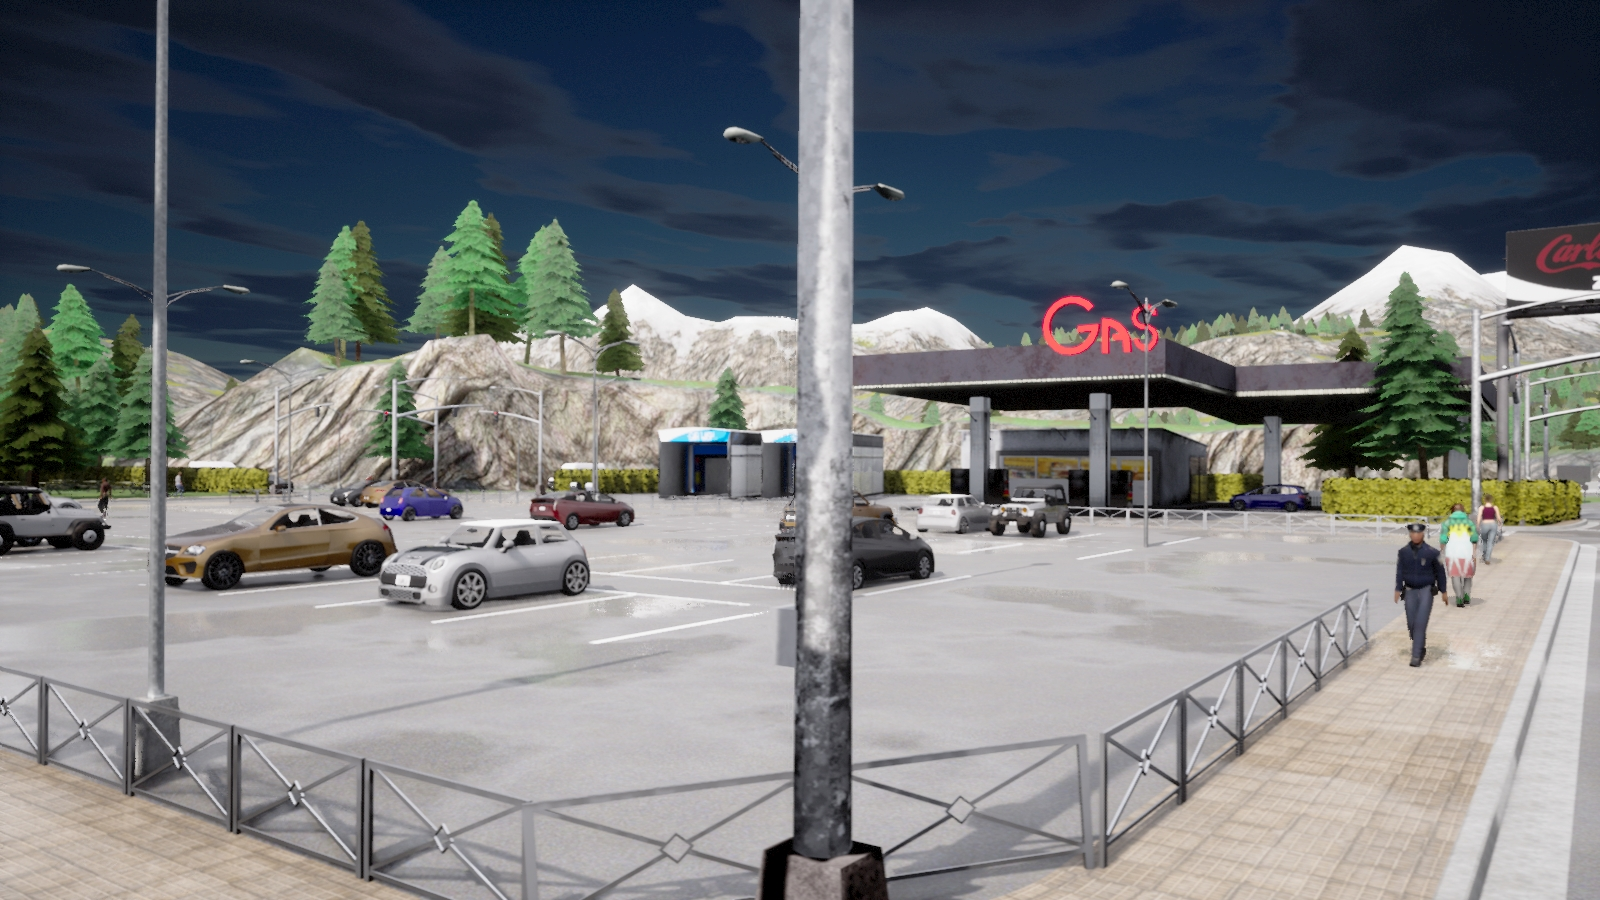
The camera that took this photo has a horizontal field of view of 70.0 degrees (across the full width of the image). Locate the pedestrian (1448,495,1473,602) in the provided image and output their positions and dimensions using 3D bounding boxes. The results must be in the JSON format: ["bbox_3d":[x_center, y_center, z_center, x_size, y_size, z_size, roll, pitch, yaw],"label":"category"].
[{"bbox_3d":[11.766,1.740,20.360,0.375,1.860,0.375,0,-1,26],"label":"pedestrian"}]

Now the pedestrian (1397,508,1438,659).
[{"bbox_3d":[7.833,1.671,14.487,0.375,1.860,0.375,0,-1,43],"label":"pedestrian"}]

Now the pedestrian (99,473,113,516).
[{"bbox_3d":[-30.814,1.976,50.720,0.375,1.860,0.375,0,-1,29],"label":"pedestrian"}]

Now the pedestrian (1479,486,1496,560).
[{"bbox_3d":[17.560,1.845,29.179,0.375,1.860,0.375,0,-1,31],"label":"pedestrian"}]
